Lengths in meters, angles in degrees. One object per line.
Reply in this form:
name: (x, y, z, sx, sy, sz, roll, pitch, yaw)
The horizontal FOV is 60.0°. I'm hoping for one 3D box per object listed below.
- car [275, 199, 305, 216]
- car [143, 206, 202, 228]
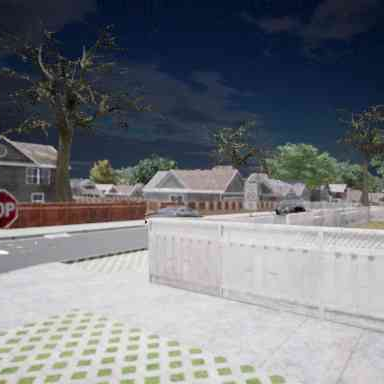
car: (12.277, 1.920, 41.251, 2.150, 2.045, 5.566, 1, -1, 37)
car: (-1.215, 1.725, 22.831, 2.128, 1.511, 4.902, 1, 0, 36)
